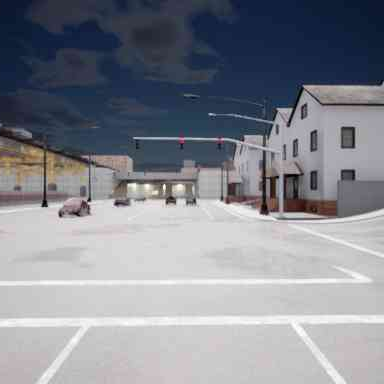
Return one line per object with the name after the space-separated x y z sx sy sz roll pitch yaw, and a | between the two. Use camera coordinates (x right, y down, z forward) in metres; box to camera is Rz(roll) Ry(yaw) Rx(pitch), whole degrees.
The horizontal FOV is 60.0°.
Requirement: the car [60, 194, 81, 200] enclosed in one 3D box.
-32.691 1.419 89.619 2.038 1.542 4.974 0 0 28 | car

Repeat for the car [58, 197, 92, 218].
-10.673 1.514 30.597 1.812 1.442 4.674 0 0 0 | car

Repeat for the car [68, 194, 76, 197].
-31.887 1.421 84.254 2.038 1.542 4.974 0 0 -37 | car

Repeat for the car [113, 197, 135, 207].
-10.721 1.528 51.516 2.033 1.411 5.357 0 0 0 | car

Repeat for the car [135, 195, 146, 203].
-10.668 1.345 68.495 1.882 1.535 5.008 0 0 0 | car

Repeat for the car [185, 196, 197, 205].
-0.145 1.467 58.611 2.128 1.511 4.902 0 0 0 | car

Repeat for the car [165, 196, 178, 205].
-3.644 1.483 58.602 1.837 1.490 4.892 0 0 0 | car
